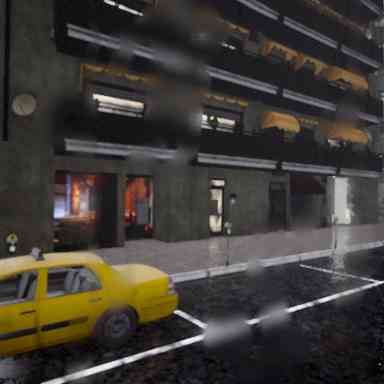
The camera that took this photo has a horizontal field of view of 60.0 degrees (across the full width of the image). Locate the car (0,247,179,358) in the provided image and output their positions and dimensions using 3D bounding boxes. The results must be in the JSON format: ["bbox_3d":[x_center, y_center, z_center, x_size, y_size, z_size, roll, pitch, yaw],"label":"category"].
[{"bbox_3d":[-2.505,1.531,4.763,4.829,1.417,1.752,1,0,-36],"label":"car"}]
